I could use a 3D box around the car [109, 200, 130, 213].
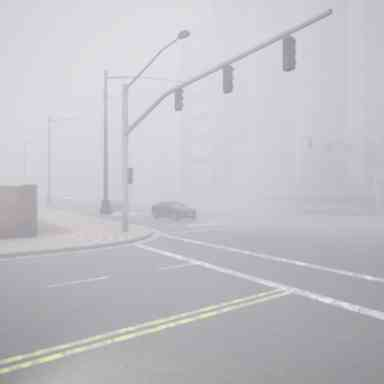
[{"bbox_3d":[-8.566,1.546,37.220,1.994,1.385,4.181,0,0,-35],"label":"car"}]

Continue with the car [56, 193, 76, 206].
[{"bbox_3d":[-20.896,1.207,54.995,2.150,2.045,5.566,0,0,-34],"label":"car"}]

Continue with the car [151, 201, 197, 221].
[{"bbox_3d":[-1.531,1.460,27.186,1.882,1.535,5.008,0,0,-35],"label":"car"}]
